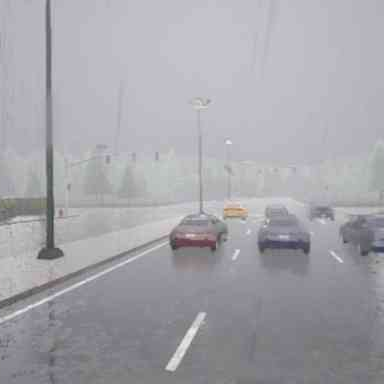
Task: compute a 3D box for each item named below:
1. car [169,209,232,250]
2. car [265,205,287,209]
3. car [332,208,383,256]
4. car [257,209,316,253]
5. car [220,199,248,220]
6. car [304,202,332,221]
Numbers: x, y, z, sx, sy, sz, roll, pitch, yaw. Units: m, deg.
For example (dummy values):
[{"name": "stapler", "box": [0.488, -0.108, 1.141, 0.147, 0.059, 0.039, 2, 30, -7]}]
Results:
[{"name": "car", "box": [0.416, 1.671, 14.895, 1.994, 1.385, 4.181, -1, 0, 13]}, {"name": "car", "box": [7.203, 1.721, 28.506, 1.895, 1.301, 4.718, -1, 0, 13]}, {"name": "car", "box": [7.157, 1.552, 12.991, 2.033, 1.411, 5.357, -1, 0, 13]}, {"name": "car", "box": [3.829, 1.621, 14.119, 1.994, 1.385, 4.181, -1, 0, 13]}, {"name": "car", "box": [3.874, 1.650, 29.666, 1.882, 1.535, 5.008, -1, 0, 13]}, {"name": "car", "box": [10.659, 1.579, 27.906, 1.837, 1.490, 4.892, -1, 0, 13]}]
